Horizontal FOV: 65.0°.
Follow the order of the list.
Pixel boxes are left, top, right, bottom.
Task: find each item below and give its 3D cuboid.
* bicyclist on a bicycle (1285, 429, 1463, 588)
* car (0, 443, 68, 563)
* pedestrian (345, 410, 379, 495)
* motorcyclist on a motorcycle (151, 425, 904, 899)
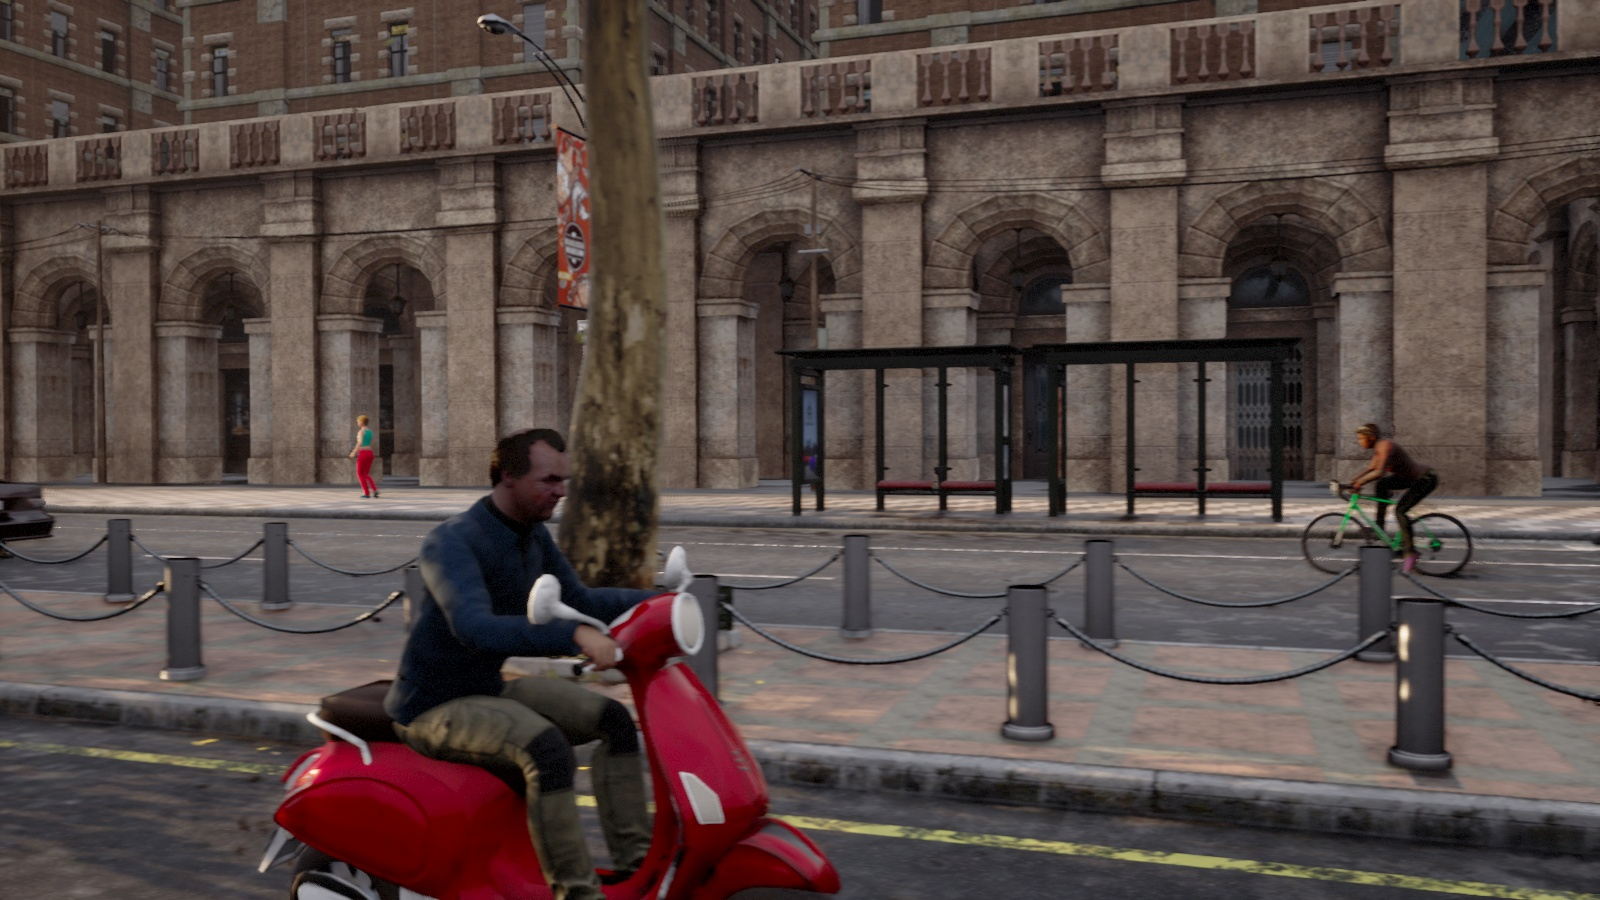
[{"bbox_3d":[6.039,0.587,13.289,1.656,1.620,0.582,0,1,19],"label":"bicyclist on a bicycle"},{"bbox_3d":[-12.080,0.619,15.696,5.357,1.411,2.033,0,1,19],"label":"car"},{"bbox_3d":[-9.530,0.055,27.322,0.594,1.836,0.345,0,1,20],"label":"pedestrian"},{"bbox_3d":[-0.708,0.728,3.432,1.817,1.590,0.866,0,1,19],"label":"motorcyclist on a motorcycle"}]
